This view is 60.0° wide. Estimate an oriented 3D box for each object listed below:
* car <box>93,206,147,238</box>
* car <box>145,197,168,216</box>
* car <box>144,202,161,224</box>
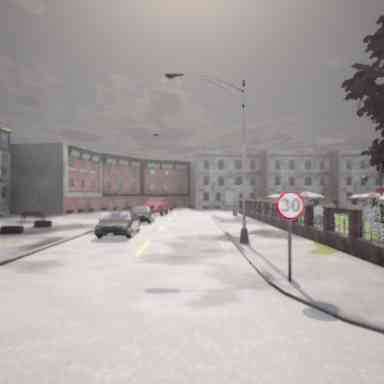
[{"bbox_3d":[-4.104,1.760,19.241,2.033,1.411,5.357,0,-1,-1],"label":"car"},{"bbox_3d":[-4.145,1.650,38.791,2.150,2.045,5.566,0,-1,5],"label":"car"},{"bbox_3d":[-4.135,1.857,28.073,2.033,1.411,5.357,0,-1,-1],"label":"car"}]
